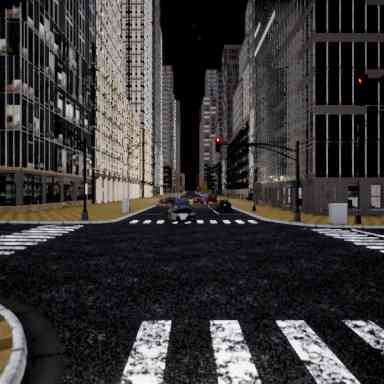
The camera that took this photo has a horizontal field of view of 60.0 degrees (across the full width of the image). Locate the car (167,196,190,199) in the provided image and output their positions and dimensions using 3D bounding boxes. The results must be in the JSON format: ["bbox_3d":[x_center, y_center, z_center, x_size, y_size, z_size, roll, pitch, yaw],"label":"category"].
[{"bbox_3d":[-1.543,1.506,38.101,2.128,1.511,4.902,0,0,0],"label":"car"}]

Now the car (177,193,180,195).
[{"bbox_3d":[-1.589,1.397,67.602,2.097,1.767,4.553,0,0,0],"label":"car"}]

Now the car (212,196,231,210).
[{"bbox_3d":[3.900,1.578,41.808,1.947,1.339,4.313,0,0,0],"label":"car"}]

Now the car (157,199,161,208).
[{"bbox_3d":[-4.056,1.591,47.296,1.802,1.307,4.206,0,0,0],"label":"car"}]

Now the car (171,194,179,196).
[{"bbox_3d":[-4.136,1.562,63.878,1.947,1.339,4.313,0,0,0],"label":"car"}]

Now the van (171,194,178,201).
[{"bbox_3d":[-4.217,1.319,80.461,1.690,1.788,3.998,0,0,0],"label":"van"}]

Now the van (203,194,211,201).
[{"bbox_3d":[3.663,1.319,80.499,1.690,1.788,3.998,0,0,0],"label":"van"}]

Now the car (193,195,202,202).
[{"bbox_3d":[1.145,1.487,73.260,1.837,1.490,4.892,0,0,0],"label":"car"}]

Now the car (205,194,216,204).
[{"bbox_3d":[3.744,1.311,63.916,2.192,1.841,5.009,0,0,0],"label":"car"}]

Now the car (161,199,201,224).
[{"bbox_3d":[-0.957,1.512,25.073,2.128,1.511,4.902,0,0,-8],"label":"car"}]

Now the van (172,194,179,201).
[{"bbox_3d":[-4.244,1.313,85.989,1.690,1.788,3.998,0,0,0],"label":"van"}]

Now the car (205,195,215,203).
[{"bbox_3d":[3.717,1.430,69.445,1.967,1.590,4.097,0,0,0],"label":"car"}]

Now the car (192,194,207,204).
[{"bbox_3d":[1.274,1.598,63.092,1.895,1.301,4.718,0,0,0],"label":"car"}]
